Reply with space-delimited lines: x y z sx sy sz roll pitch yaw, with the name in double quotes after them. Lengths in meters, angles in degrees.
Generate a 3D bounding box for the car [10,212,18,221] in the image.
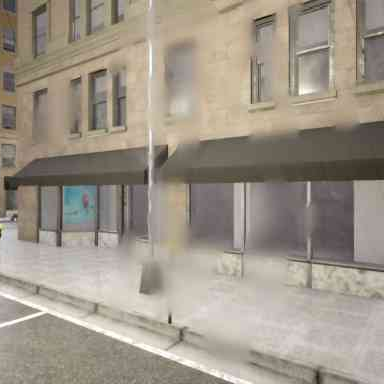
-11.158 1.636 26.110 2.033 1.411 5.357 0 0 36 "car"
